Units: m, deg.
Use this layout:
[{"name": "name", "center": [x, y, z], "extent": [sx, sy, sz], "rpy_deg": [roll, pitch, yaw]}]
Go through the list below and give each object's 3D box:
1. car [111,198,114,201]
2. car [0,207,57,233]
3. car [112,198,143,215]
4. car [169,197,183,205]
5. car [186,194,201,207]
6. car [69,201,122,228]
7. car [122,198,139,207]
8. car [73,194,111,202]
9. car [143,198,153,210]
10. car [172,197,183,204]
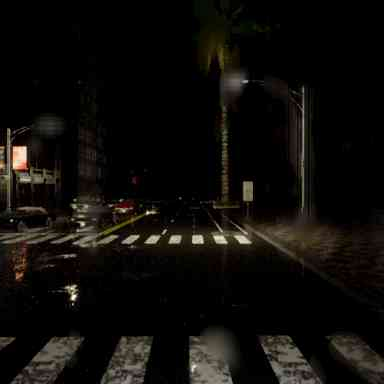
[{"name": "car", "center": [-9.675, 1.511, 42.127], "extent": [2.128, 1.511, 4.902], "rpy_deg": [0, 0, 1]}, {"name": "car", "center": [-10.046, 1.605, 19.774], "extent": [1.895, 1.301, 4.718], "rpy_deg": [0, 0, 6]}, {"name": "car", "center": [-6.460, 1.536, 33.775], "extent": [1.812, 1.442, 4.674], "rpy_deg": [0, 0, 0]}, {"name": "car", "center": [-2.936, 1.610, 57.709], "extent": [1.994, 1.385, 4.181], "rpy_deg": [0, 0, 1]}, {"name": "car", "center": [0.209, 1.259, 53.417], "extent": [2.150, 2.045, 5.566], "rpy_deg": [0, 0, 0]}, {"name": "car", "center": [-6.509, 1.553, 22.484], "extent": [2.033, 1.411, 5.357], "rpy_deg": [0, 0, 0]}, {"name": "car", "center": [-9.598, 1.636, 52.268], "extent": [1.895, 1.301, 4.718], "rpy_deg": [0, 0, 1]}, {"name": "car", "center": [-9.722, 1.233, 31.468], "extent": [2.150, 2.045, 5.566], "rpy_deg": [0, 0, 0]}, {"name": "car", "center": [-6.412, 1.527, 44.529], "extent": [1.837, 1.490, 4.892], "rpy_deg": [0, 0, 0]}, {"name": "car", "center": [-2.896, 1.633, 67.667], "extent": [1.994, 1.385, 4.181], "rpy_deg": [0, 0, 0]}]
